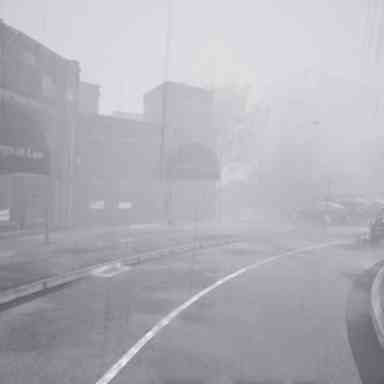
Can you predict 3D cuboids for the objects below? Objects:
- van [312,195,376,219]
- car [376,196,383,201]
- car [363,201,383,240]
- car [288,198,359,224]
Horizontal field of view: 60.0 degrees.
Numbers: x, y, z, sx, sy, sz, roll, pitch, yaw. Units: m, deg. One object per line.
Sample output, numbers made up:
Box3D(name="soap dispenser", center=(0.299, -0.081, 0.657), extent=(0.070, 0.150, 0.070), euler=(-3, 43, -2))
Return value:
Box3D(name="van", center=(11.971, 1.206, 26.941), extent=(1.878, 1.987, 4.442), euler=(-2, 1, -35))
Box3D(name="car", center=(14.196, 1.328, 28.646), extent=(2.231, 1.521, 4.892), euler=(-3, 2, -35))
Box3D(name="car", center=(10.973, 1.476, 16.818), extent=(4.553, 1.767, 2.097), euler=(-1, 1, -36))
Box3D(name="car", center=(9.613, 1.516, 25.429), extent=(2.231, 1.521, 4.892), euler=(-1, 1, -35))
